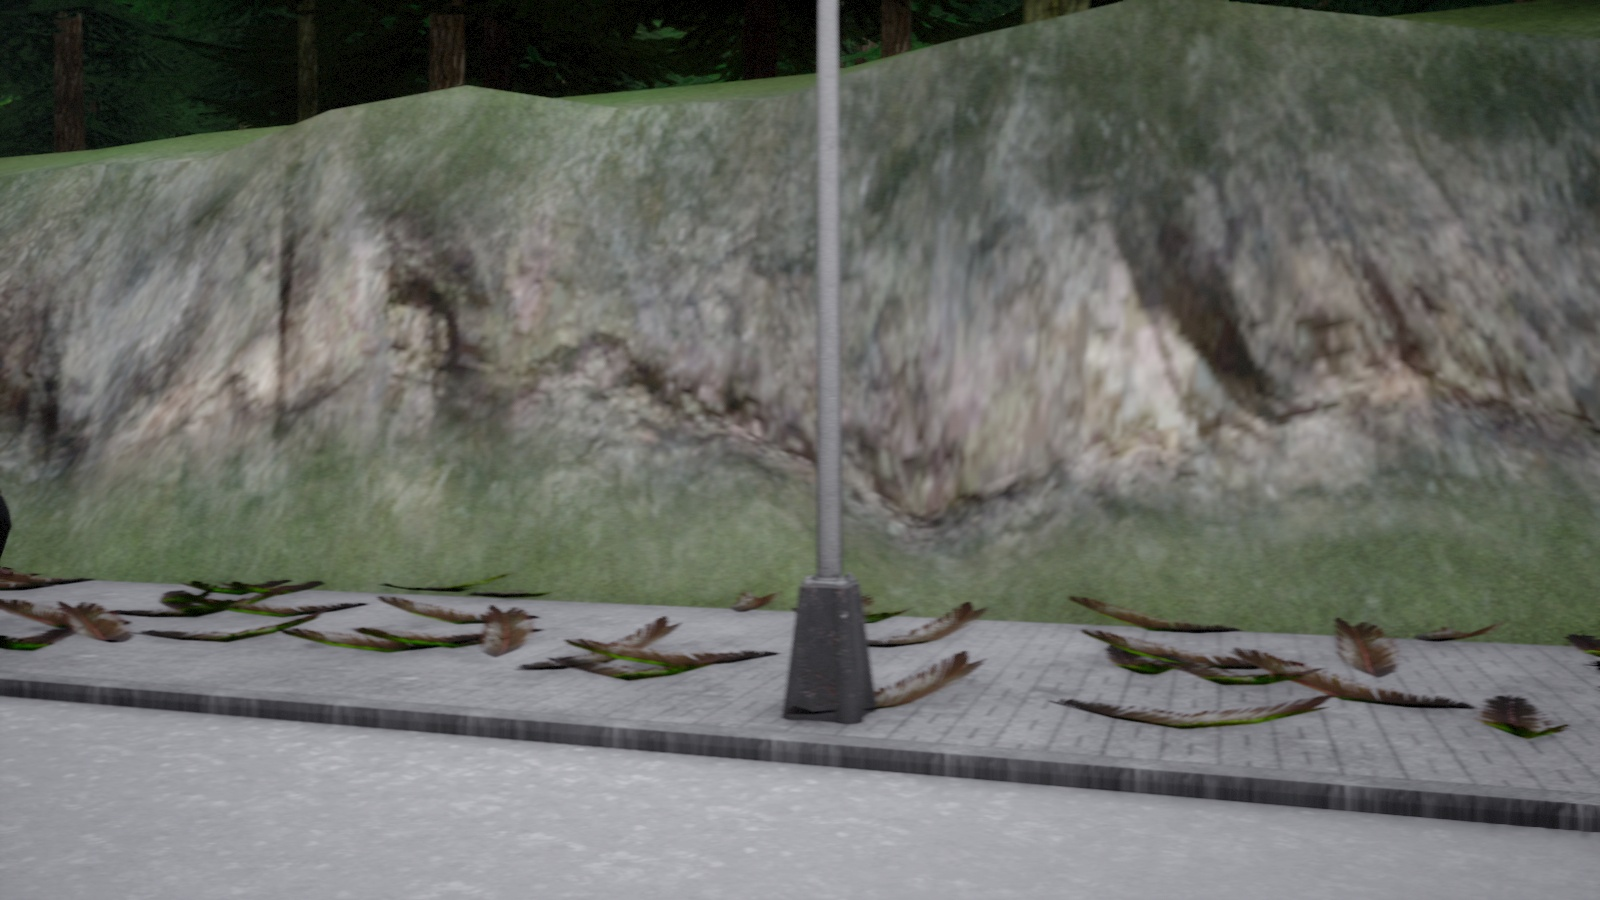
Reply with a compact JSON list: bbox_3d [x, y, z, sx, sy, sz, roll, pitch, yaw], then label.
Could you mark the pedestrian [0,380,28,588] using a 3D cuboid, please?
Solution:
[{"bbox_3d":[-7.838,0.314,11.953,0.788,1.949,0.423,1,1,18],"label":"pedestrian"}]
